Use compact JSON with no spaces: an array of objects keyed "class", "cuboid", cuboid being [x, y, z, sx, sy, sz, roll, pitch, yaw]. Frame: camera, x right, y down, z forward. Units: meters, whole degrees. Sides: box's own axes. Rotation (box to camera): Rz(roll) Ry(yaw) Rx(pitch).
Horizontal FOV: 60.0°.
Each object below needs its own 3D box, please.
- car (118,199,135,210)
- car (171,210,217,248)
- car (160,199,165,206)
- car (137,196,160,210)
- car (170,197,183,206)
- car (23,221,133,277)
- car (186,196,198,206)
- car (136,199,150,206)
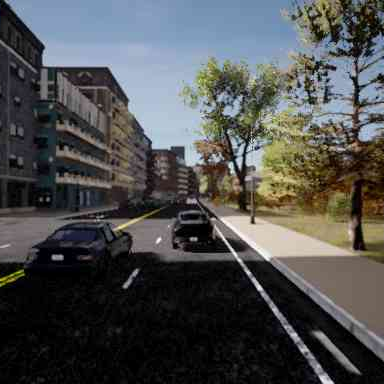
[{"class":"car","cuboid":[-9.855,1.889,50.126,1.837,1.490,4.892,0,-1,0]},{"class":"car","cuboid":[0.077,1.623,15.515,1.837,1.490,4.892,0,0,0]},{"class":"car","cuboid":[-6.545,2.049,66.809,1.812,1.442,4.674,0,0,0]},{"class":"car","cuboid":[-6.604,1.609,50.387,2.150,2.045,5.566,0,-1,0]},{"class":"car","cuboid":[-3.289,2.114,67.040,1.895,1.301,4.718,0,0,0]},{"class":"car","cuboid":[-3.193,1.628,10.442,2.033,1.411,5.357,0,0,0]},{"class":"car","cuboid":[-0.039,1.732,66.628,2.150,2.045,5.566,0,0,0]},{"class":"car","cuboid":[-9.790,2.072,66.326,2.033,1.411,5.357,0,0,0]}]
